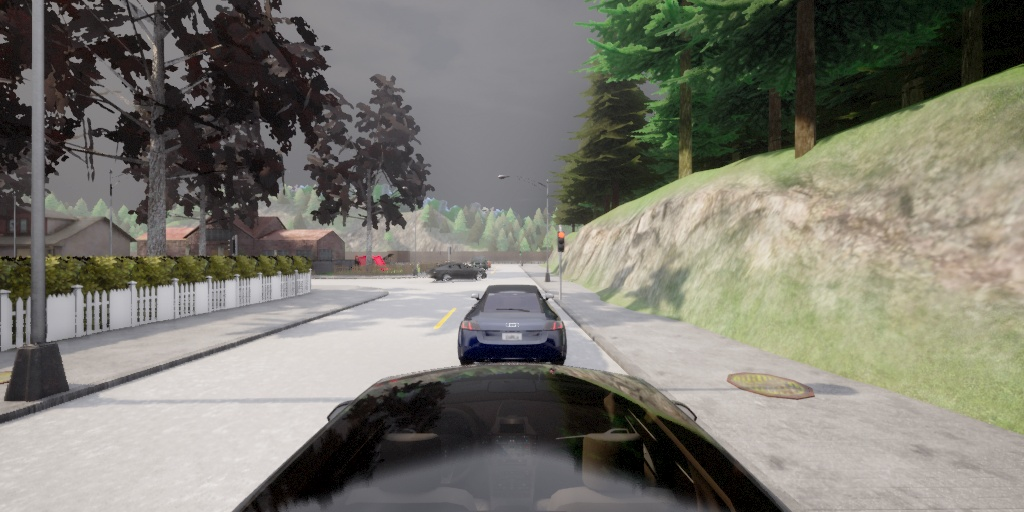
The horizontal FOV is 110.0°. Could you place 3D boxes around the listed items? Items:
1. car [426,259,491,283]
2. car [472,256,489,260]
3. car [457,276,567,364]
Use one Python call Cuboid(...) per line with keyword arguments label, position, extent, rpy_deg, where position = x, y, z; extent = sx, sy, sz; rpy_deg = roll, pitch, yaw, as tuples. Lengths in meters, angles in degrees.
Cuboid(label="car", position=(-4.336, 1.254, 28.424), extent=(4.892, 1.490, 1.837), rpy_deg=(0, 2, -37))
Cuboid(label="car", position=(-4.513, 0.972, 49.473), extent=(2.150, 2.045, 5.566), rpy_deg=(0, 0, 0))
Cuboid(label="car", position=(0.008, 1.314, 7.986), extent=(1.994, 1.385, 4.181), rpy_deg=(0, 0, 0))
